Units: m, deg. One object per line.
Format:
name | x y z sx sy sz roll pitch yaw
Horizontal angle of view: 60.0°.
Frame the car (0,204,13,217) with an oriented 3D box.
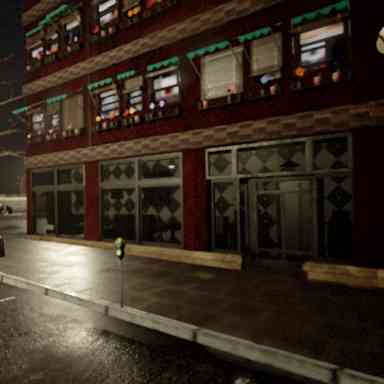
car | -19.861 1.804 32.454 1.947 1.339 4.313 -2 -1 36
